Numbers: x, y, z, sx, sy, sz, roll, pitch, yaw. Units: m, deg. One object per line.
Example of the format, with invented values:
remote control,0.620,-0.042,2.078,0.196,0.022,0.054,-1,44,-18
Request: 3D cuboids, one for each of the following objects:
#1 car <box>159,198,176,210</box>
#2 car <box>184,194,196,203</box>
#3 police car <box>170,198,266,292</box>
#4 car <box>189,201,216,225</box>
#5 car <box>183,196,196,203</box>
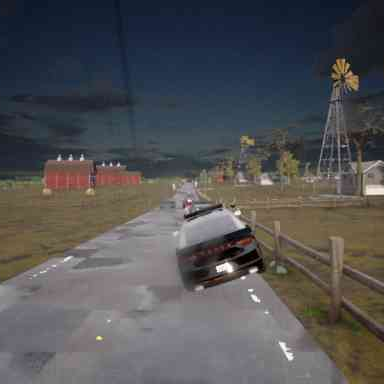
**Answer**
car,-2.948,1.473,41.054,2.033,1.411,5.357,0,0,0
car,-0.290,1.209,60.562,2.128,1.511,4.902,0,1,0
police car,0.526,1.199,9.208,1.930,1.638,5.238,-18,3,0
car,0.705,1.471,25.130,1.837,1.490,4.892,0,0,0
car,0.660,1.308,19.089,2.097,1.767,4.553,-1,0,0
